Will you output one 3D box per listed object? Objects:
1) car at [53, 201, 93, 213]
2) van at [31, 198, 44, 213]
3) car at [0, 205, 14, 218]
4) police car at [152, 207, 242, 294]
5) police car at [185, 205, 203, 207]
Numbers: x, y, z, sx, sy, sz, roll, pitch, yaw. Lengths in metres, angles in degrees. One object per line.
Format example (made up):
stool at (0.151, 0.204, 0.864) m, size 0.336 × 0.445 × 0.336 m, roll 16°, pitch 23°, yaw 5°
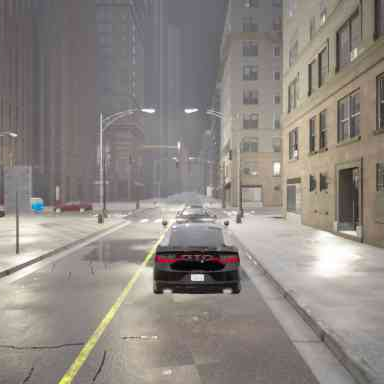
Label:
car at (-13.958, 1.727, 39.094) m, size 4.507 × 1.381 × 1.887 m, roll -1°, pitch 0°, yaw 0°
van at (-19.584, 1.592, 39.117) m, size 3.998 × 1.788 × 1.690 m, roll -1°, pitch 0°, yaw 0°
car at (-19.612, 1.524, 30.591) m, size 5.009 × 1.841 × 2.192 m, roll -1°, pitch 0°, yaw 0°
police car at (0.107, 1.427, 8.917) m, size 1.930 × 1.638 × 5.238 m, roll 0°, pitch 0°, yaw 0°
police car at (0.120, 1.510, 18.522) m, size 2.038 × 1.542 × 4.974 m, roll 0°, pitch 0°, yaw 0°
